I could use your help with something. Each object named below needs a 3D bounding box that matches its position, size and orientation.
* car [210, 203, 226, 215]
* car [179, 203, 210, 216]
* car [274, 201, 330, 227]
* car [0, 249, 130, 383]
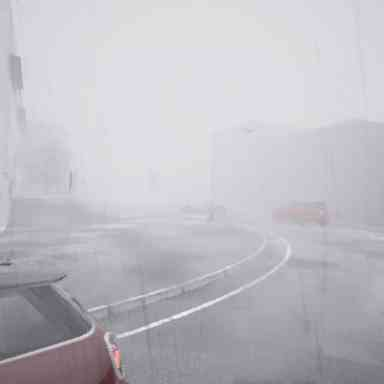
[{"bbox_3d":[2.573,2.100,43.034,1.882,1.535,5.008,2,-1,-24],"label":"car"},{"bbox_3d":[0.050,2.069,39.652,1.994,1.385,4.181,2,-1,-24],"label":"car"},{"bbox_3d":[9.008,1.734,27.647,2.150,2.045,5.566,2,-1,-17],"label":"car"},{"bbox_3d":[-2.720,1.379,2.052,4.553,1.767,2.097,1,-1,-38],"label":"car"}]
